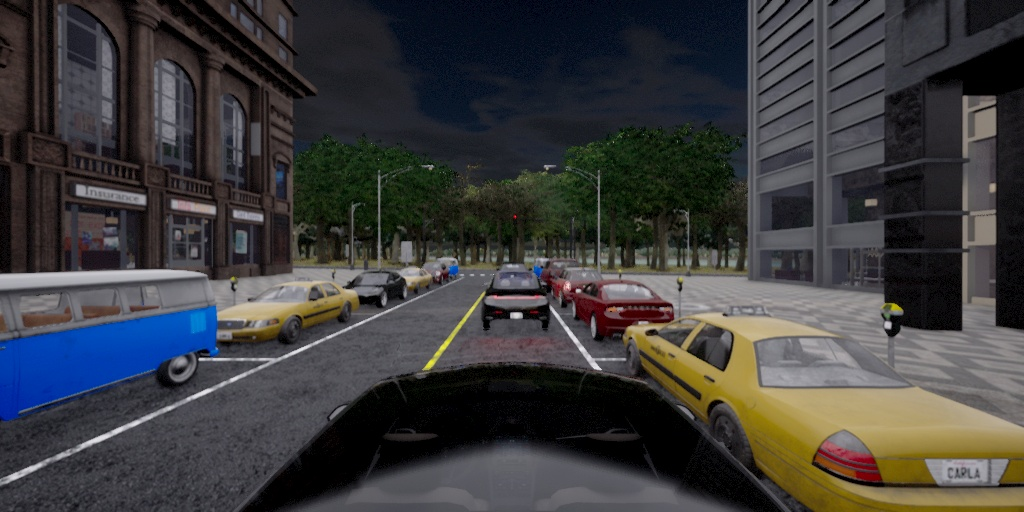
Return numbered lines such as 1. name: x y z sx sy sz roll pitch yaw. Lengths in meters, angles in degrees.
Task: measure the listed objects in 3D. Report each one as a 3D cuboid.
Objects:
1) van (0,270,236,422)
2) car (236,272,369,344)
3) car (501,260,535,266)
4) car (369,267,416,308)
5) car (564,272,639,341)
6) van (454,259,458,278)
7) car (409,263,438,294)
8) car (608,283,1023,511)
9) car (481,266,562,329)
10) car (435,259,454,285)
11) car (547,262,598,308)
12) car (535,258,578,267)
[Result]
1. van: -5.762 1.091 4.327 1.690 1.789 3.998 0 0 0
2. car: -5.760 1.278 9.595 1.751 1.417 4.829 0 0 0
3. car: 0.110 1.111 21.037 2.097 1.767 4.553 0 0 1
4. car: -5.757 1.321 15.202 1.948 1.339 4.313 0 0 0
5. car: 2.766 1.298 9.761 1.888 1.381 4.507 0 0 0
6. van: -5.749 1.106 31.515 1.690 1.789 3.998 0 0 0
7. car: -5.755 1.284 20.470 1.751 1.417 4.829 0 0 0
8. car: 2.763 1.276 4.493 1.751 1.417 4.829 0 0 0
9. car: 0.105 1.246 11.240 2.128 1.511 4.902 0 0 0
10. car: -5.752 1.201 26.077 1.967 1.591 4.097 0 0 0
11. car: 2.768 1.195 15.198 1.967 1.591 4.097 0 0 0
12. car: 2.771 1.073 20.635 2.192 1.841 5.009 0 0 0
